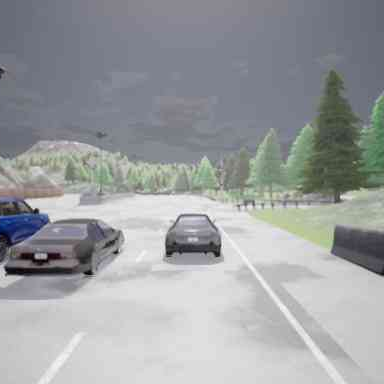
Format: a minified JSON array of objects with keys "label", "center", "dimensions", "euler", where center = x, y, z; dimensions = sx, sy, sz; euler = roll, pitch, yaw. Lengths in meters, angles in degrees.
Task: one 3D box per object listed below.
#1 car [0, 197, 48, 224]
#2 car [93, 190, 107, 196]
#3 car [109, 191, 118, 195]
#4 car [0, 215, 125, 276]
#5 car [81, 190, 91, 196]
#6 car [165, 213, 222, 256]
[{"label":"car","center":[-6.953,1.175,11.750],"dimensions":[2.150,2.045,5.566],"euler":[0,0,-1]},{"label":"car","center":[-25.377,0.779,91.888],"dimensions":[1.994,1.385,4.181],"euler":[0,1,-3]},{"label":"car","center":[-21.954,0.569,93.079],"dimensions":[2.097,1.767,4.553],"euler":[0,1,-3]},{"label":"car","center":[-3.463,1.511,10.157],"dimensions":[2.033,1.411,5.357],"euler":[0,0,0]},{"label":"car","center":[-28.808,0.787,91.029],"dimensions":[1.994,1.385,4.181],"euler":[0,1,-3]},{"label":"car","center":[0.045,1.512,12.833],"dimensions":[1.994,1.385,4.181],"euler":[0,0,0]}]
